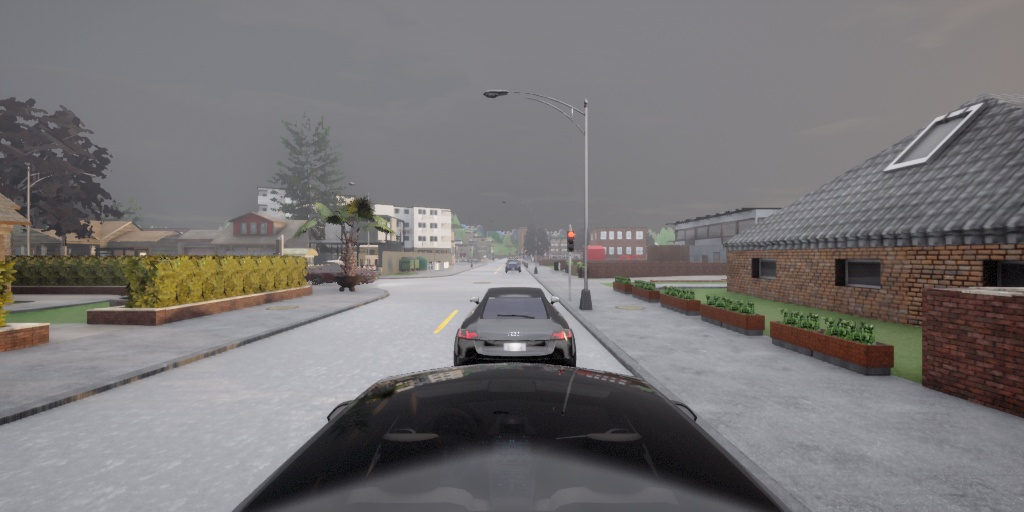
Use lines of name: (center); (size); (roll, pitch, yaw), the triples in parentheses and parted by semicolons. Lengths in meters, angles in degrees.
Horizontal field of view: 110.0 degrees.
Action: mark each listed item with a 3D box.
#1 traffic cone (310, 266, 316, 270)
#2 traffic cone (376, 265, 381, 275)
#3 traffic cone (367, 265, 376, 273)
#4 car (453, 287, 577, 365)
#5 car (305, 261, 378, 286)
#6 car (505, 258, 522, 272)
traffic cone: (-19.803, 1.568, 35.236); (0.344, 0.586, 0.344); (0, 0, 0)
traffic cone: (-15.396, 1.558, 40.690); (0.344, 0.586, 0.344); (0, 0, 0)
traffic cone: (-15.757, 1.561, 40.120); (0.344, 0.586, 0.344); (0, 0, 0)
car: (0.058, 1.314, 7.306); (1.994, 1.385, 4.181); (0, 0, 0)
car: (-11.761, 1.276, 24.851); (4.674, 1.442, 1.812); (0, 0, -3)
car: (0.126, 1.276, 44.705); (1.812, 1.442, 4.674); (0, 0, 0)
